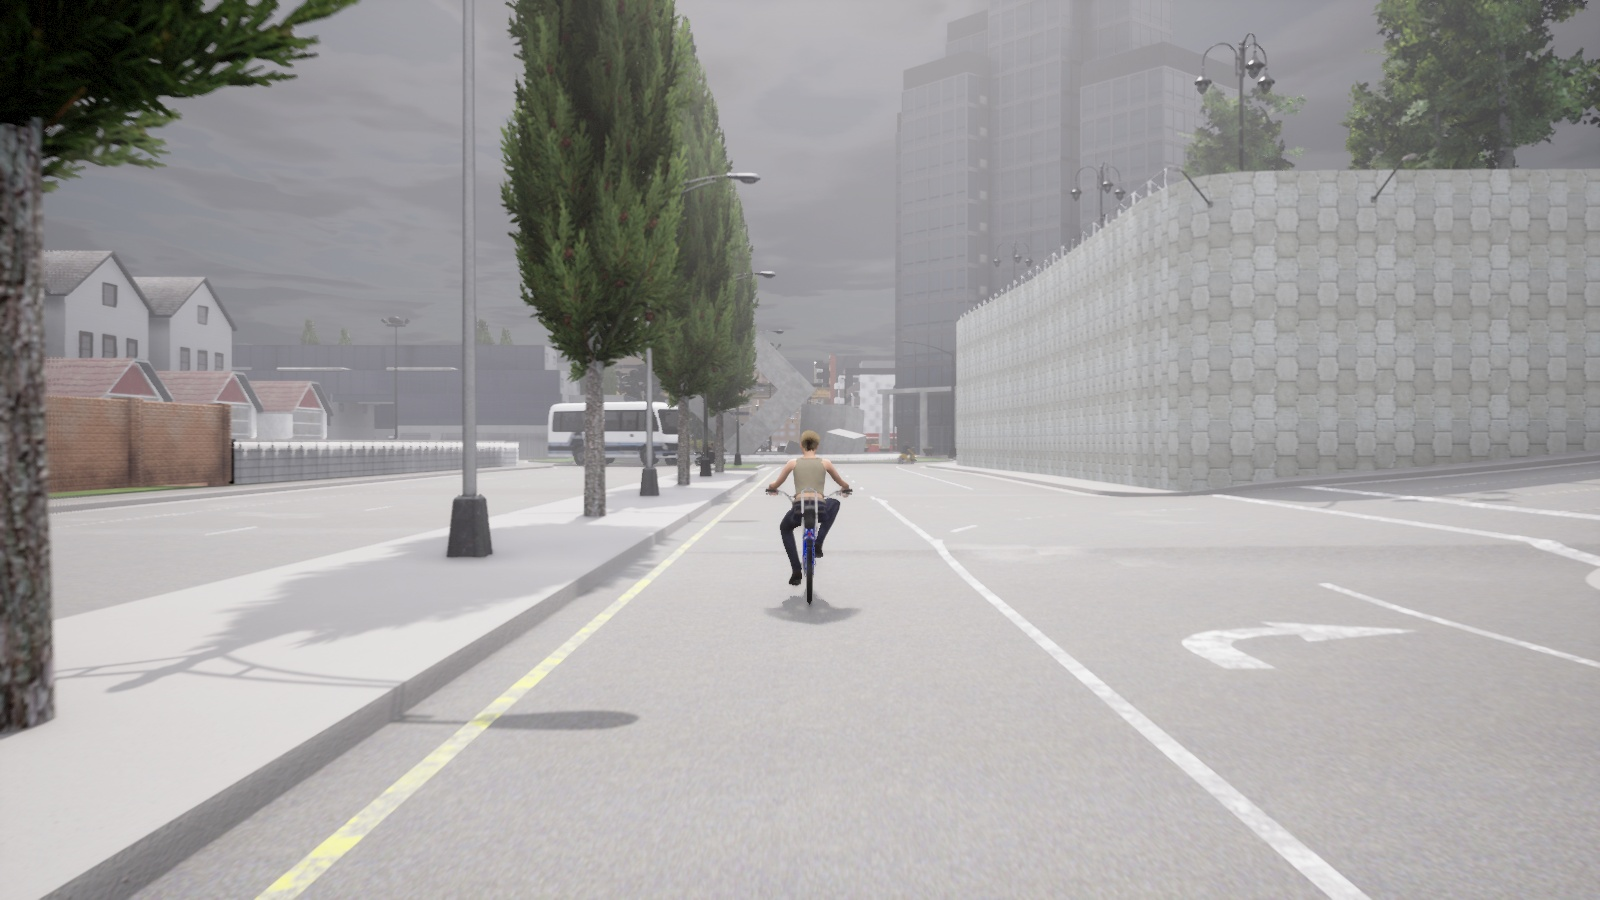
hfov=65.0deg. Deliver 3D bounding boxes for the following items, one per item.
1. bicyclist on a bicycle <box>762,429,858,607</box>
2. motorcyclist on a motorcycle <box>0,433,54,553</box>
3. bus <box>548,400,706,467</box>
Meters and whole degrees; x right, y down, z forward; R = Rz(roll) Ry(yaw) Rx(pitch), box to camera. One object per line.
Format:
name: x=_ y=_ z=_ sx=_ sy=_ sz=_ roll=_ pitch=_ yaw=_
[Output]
bicyclist on a bicycle: x=0.089 y=0.615 z=12.119 sx=0.866 sy=1.612 sz=1.509 roll=0 pitch=0 yaw=0
motorcyclist on a motorcycle: x=-11.386 y=0.590 z=17.335 sx=0.766 sy=1.649 sz=2.350 roll=0 pitch=0 yaw=0
bus: x=-11.701 y=-1.116 z=84.587 sx=10.273 sy=4.253 sz=3.944 roll=0 pitch=1 yaw=29
